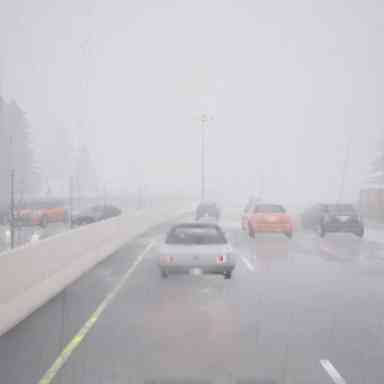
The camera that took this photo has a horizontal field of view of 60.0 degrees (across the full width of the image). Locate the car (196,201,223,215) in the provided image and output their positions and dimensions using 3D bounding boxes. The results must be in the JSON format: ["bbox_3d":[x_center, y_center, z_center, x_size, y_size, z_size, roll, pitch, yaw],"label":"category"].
[{"bbox_3d":[1.478,1.491,27.705,1.837,1.490,4.892,0,0,9],"label":"car"}]

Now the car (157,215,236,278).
[{"bbox_3d":[0.120,1.596,10.072,1.895,1.301,4.718,0,0,0],"label":"car"}]

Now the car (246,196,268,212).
[{"bbox_3d":[7.668,1.334,38.968,2.097,1.767,4.553,0,0,16],"label":"car"}]

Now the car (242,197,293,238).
[{"bbox_3d":[3.908,1.342,17.855,2.097,1.767,4.553,0,0,3],"label":"car"}]

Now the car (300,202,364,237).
[{"bbox_3d":[7.419,1.344,18.077,2.097,1.767,4.553,0,0,4],"label":"car"}]
